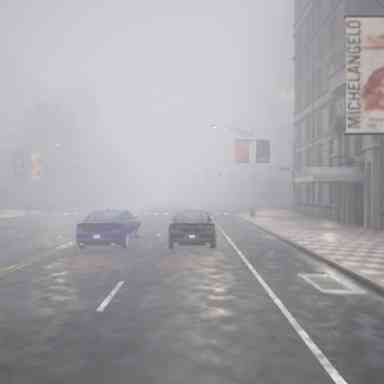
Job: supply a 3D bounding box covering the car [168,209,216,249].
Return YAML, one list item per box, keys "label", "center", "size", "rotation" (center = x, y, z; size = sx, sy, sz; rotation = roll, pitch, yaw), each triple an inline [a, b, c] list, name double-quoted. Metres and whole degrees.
- label: "car"
  center: [-0.001, 1.483, 14.660]
  size: [1.882, 1.535, 5.008]
  rotation: [0, 0, 0]

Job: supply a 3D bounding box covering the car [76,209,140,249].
- label: "car"
  center: [-3.501, 1.483, 14.653]
  size: [1.882, 1.535, 5.008]
  rotation: [0, 0, 0]
